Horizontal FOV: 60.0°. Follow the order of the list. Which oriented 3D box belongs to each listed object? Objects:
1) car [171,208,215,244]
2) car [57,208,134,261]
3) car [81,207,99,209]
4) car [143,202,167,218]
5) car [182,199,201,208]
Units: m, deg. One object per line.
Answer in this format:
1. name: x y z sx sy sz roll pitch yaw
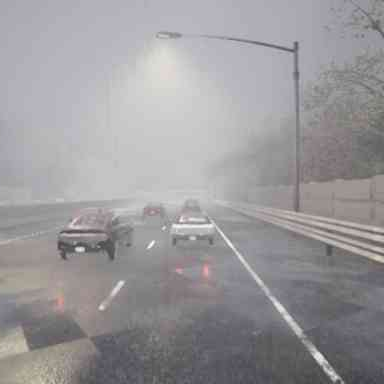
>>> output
1. car: 0.036 1.686 16.295 1.895 1.301 4.718 0 0 0
2. car: -3.442 1.563 12.623 2.128 1.511 4.902 0 0 0
3. car: -6.984 1.743 23.790 1.895 1.301 4.718 0 0 0
4. car: -3.518 1.666 32.053 1.882 1.535 5.008 0 0 0
5. car: -0.048 1.582 39.219 2.097 1.767 4.553 0 0 0
